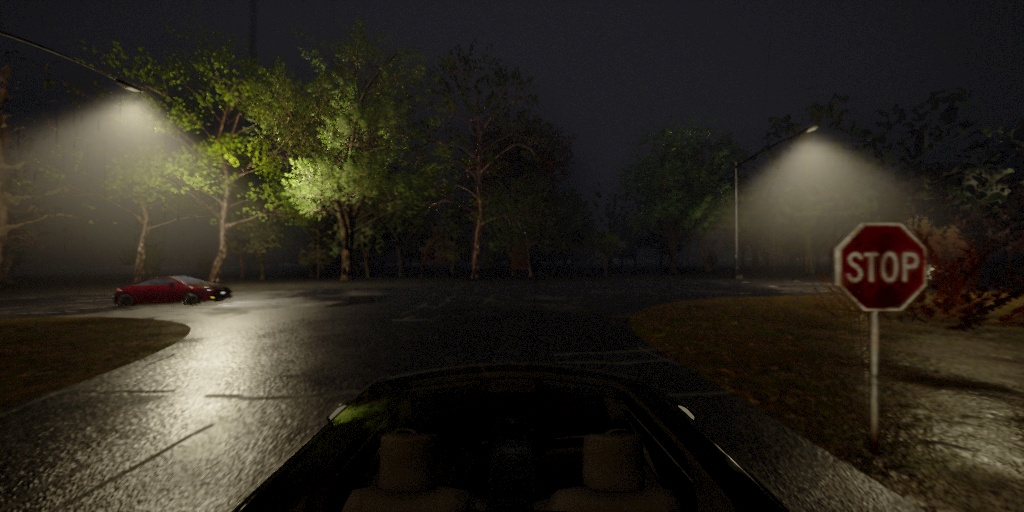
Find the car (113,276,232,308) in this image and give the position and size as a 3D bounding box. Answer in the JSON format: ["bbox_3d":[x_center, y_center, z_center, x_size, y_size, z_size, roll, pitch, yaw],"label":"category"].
[{"bbox_3d":[-16.155,1.644,17.254,4.181,1.385,1.994,-1,0,-9],"label":"car"}]

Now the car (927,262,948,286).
[{"bbox_3d":[24.569,0.925,23.027,5.566,2.045,2.150,-1,0,-7],"label":"car"}]
